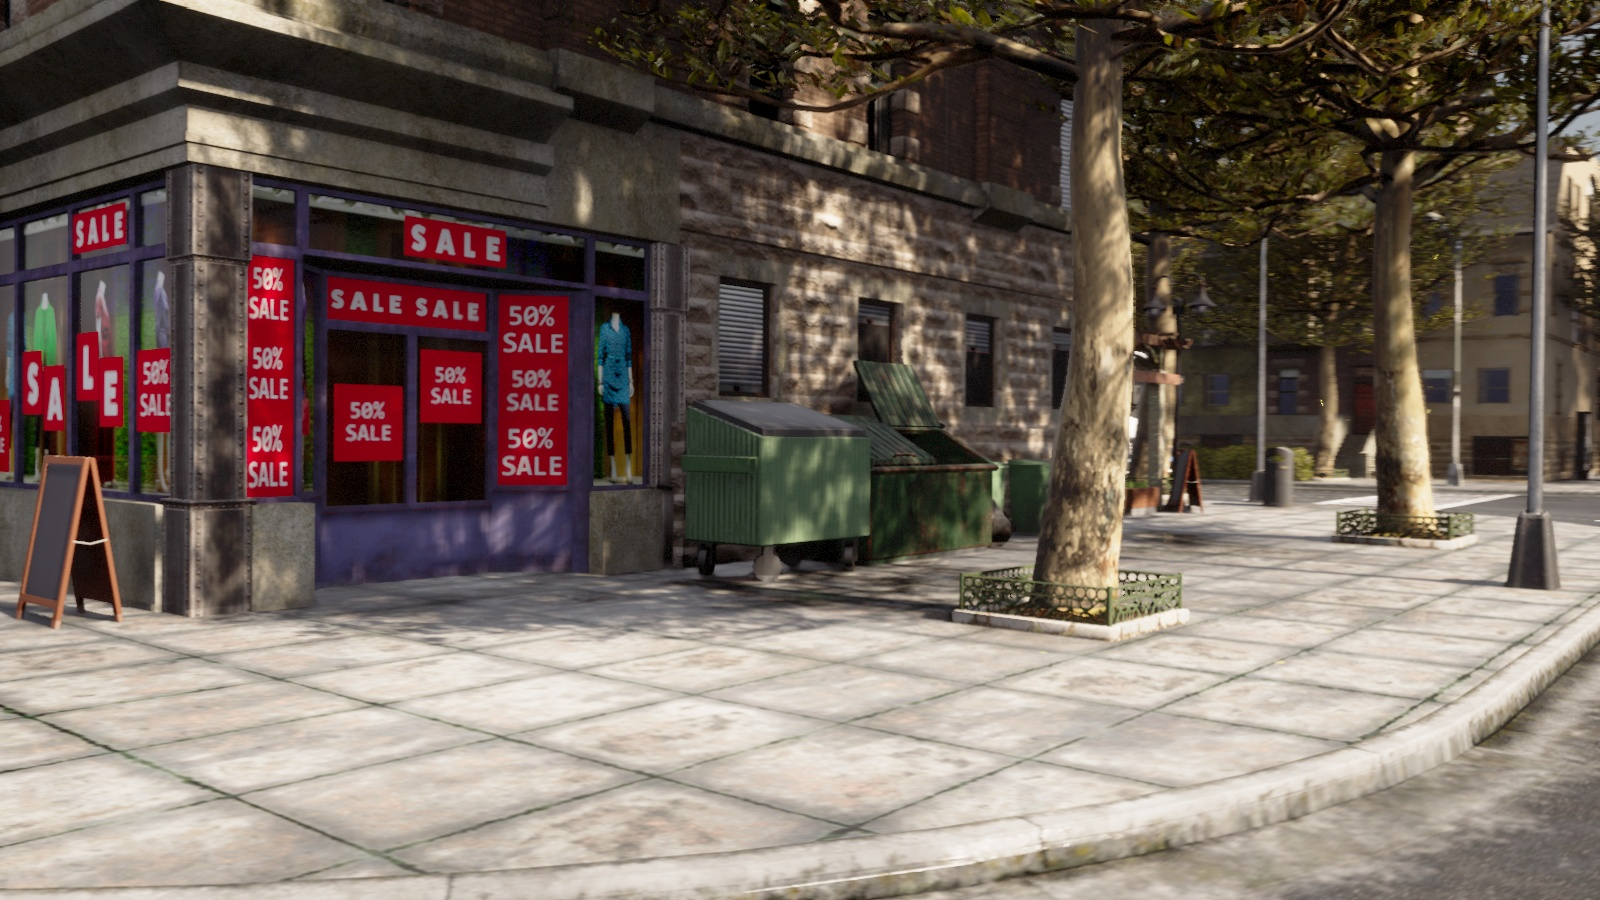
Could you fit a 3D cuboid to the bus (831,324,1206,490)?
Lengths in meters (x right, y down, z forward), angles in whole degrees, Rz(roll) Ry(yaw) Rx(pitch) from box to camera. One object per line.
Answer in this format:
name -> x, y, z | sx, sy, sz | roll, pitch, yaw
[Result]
bus -> 6.212, -1.138, 37.117 | 10.273, 4.253, 3.944 | 0, 1, 39
